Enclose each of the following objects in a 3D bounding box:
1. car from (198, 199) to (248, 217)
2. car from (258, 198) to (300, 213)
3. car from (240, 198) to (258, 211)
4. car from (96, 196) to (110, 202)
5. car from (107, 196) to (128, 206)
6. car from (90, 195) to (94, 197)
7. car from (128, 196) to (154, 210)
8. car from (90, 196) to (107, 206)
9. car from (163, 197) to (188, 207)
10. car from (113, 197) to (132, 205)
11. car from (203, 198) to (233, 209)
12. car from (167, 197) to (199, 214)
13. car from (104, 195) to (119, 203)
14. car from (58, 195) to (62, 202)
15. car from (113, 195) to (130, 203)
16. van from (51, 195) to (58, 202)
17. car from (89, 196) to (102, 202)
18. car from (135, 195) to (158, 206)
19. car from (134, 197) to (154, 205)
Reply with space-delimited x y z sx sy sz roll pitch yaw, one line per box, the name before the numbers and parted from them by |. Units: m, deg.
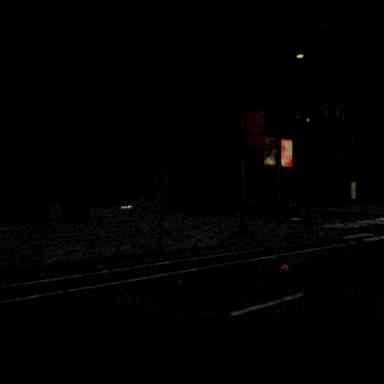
car | 2.926 1.675 32.041 1.947 1.339 4.313 -1 1 -36
car | 9.861 1.417 36.994 1.967 1.590 4.097 -1 1 -36
car | 6.707 1.436 41.408 1.967 1.590 4.097 -1 1 -36
car | -21.679 1.732 81.133 1.887 1.381 4.507 -1 1 -36
car | -12.472 1.668 58.344 2.128 1.511 4.902 -1 0 -36
car | -19.161 1.565 62.941 2.192 1.841 5.009 -1 1 -36
car | -6.439 1.691 45.146 1.752 1.417 4.829 -1 1 -36
car | -16.002 1.810 58.529 1.802 1.307 4.206 -1 1 -36
car | -2.754 1.599 54.650 1.887 1.381 4.507 -1 1 -36
car | -13.657 1.719 65.163 1.994 1.385 4.181 -1 0 -36
car | 3.555 1.597 45.823 1.802 1.307 4.206 -1 1 -36
car | -0.233 1.443 36.453 2.192 1.841 5.009 -1 1 -36
car | -18.526 1.604 76.718 1.967 1.590 4.097 -1 1 -36
car | -28.621 1.864 76.187 1.887 1.381 4.507 -1 1 -36
car | -15.372 1.581 72.304 1.967 1.590 4.097 -1 1 -36
van | -34.934 1.708 85.015 1.690 1.788 3.998 -1 1 -36
car | -24.832 1.762 85.547 2.008 1.369 4.403 -1 1 -36
car | -7.873 1.468 57.102 2.097 1.767 4.553 -1 0 -35
car | -9.161 1.622 63.616 1.752 1.417 4.829 -1 1 -36
